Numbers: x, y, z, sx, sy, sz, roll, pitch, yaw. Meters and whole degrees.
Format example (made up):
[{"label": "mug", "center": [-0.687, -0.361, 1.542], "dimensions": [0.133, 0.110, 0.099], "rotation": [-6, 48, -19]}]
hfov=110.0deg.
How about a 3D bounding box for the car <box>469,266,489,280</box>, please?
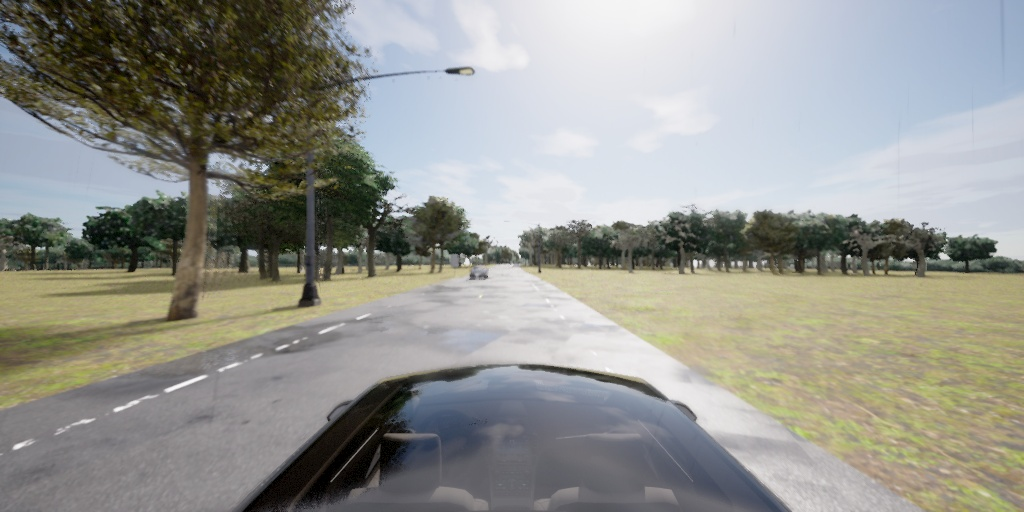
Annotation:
[{"label": "car", "center": [-3.579, 1.833, 39.641], "dimensions": [2.128, 1.511, 4.902], "rotation": [0, -1, 0]}]
